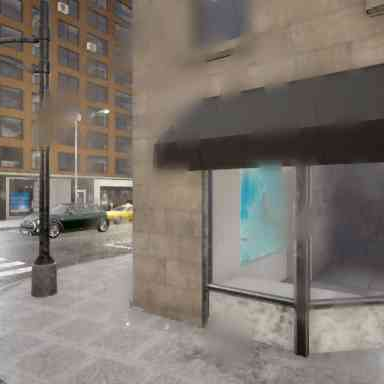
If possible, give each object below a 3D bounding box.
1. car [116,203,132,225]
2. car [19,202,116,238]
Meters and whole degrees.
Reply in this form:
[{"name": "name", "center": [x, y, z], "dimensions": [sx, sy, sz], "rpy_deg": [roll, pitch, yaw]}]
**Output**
[{"name": "car", "center": [-4.907, 1.548, 24.696], "dimensions": [1.752, 1.417, 4.829], "rpy_deg": [0, 0, 36]}, {"name": "car", "center": [-6.709, 1.366, 17.871], "dimensions": [2.097, 1.767, 4.553], "rpy_deg": [0, 0, 36]}]
